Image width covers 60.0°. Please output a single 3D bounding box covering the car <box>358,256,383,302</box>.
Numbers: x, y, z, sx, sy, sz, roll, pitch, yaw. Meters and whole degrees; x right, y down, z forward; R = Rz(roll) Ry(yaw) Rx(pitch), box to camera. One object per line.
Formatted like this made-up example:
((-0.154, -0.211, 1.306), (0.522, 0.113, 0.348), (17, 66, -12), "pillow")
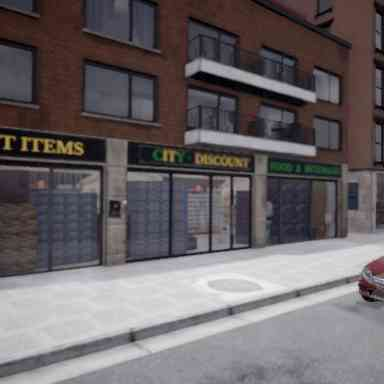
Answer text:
((5.599, 1.645, 7.381), (4.674, 1.442, 1.812), (1, -1, -36), "car")
